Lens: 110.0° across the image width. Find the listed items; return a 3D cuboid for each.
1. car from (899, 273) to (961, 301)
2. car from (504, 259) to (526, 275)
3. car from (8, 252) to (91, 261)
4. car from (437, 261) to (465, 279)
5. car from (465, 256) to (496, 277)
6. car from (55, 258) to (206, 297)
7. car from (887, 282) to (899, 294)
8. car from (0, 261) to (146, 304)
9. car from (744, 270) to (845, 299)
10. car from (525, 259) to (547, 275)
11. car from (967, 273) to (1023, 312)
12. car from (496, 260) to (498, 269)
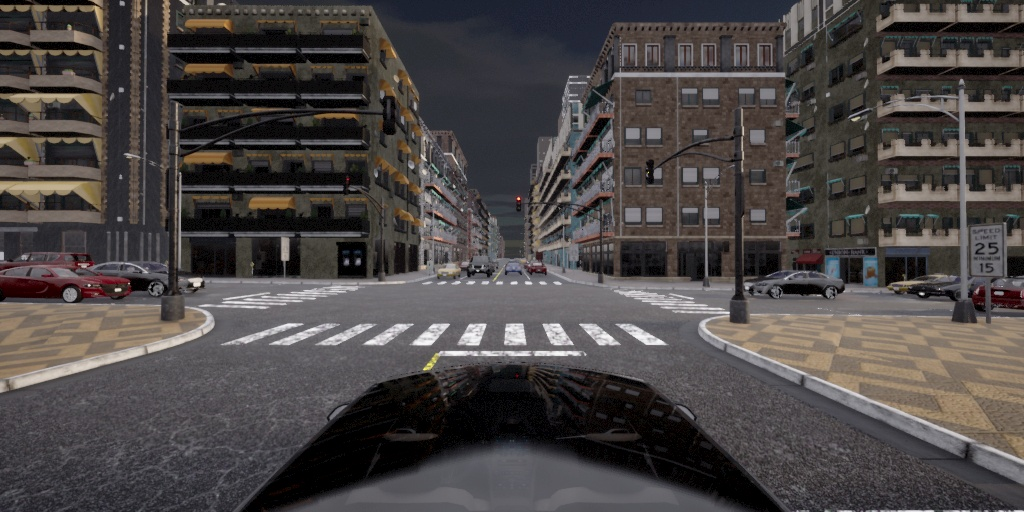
[{"bbox_3d":[25.178,1.732,19.710,5.357,1.411,2.033,1,-1,0],"label":"car"},{"bbox_3d":[0.150,1.306,40.023,2.033,1.411,5.357,0,0,0],"label":"car"},{"bbox_3d":[-28.632,0.686,21.928,5.009,1.841,2.192,0,0,0],"label":"car"},{"bbox_3d":[-5.668,1.282,32.590,1.751,1.417,4.829,0,0,0],"label":"car"},{"bbox_3d":[-3.076,0.979,35.167,2.150,2.045,5.566,0,0,0],"label":"car"},{"bbox_3d":[-16.738,0.991,16.233,4.902,1.511,2.128,1,-1,-1],"label":"car"},{"bbox_3d":[26.261,1.754,22.272,4.829,1.417,1.751,0,0,0],"label":"car"},{"bbox_3d":[-17.254,1.011,13.626,4.507,1.381,1.888,0,0,0],"label":"car"},{"bbox_3d":[15.318,1.522,19.647,4.902,1.511,2.128,1,-1,-1],"label":"car"},{"bbox_3d":[2.717,1.303,38.263,1.888,1.381,4.507,0,0,0],"label":"car"},{"bbox_3d":[20.843,1.500,13.920,4.097,1.591,1.967,0,0,0],"label":"car"},{"bbox_3d":[-3.068,1.265,45.206,1.837,1.490,4.892,0,0,0],"label":"car"}]
